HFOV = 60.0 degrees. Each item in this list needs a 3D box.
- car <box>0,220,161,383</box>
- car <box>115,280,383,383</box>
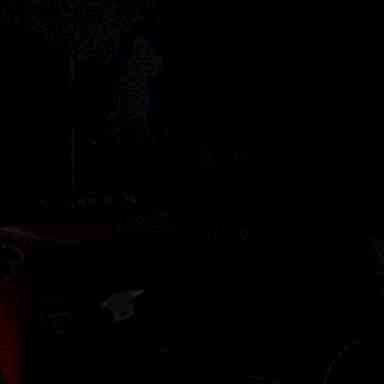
[{"bbox_3d":[-2.650,1.355,4.850,5.009,1.841,2.192,-1,0,35],"label":"car"},{"bbox_3d":[1.780,1.435,1.694,4.097,1.590,1.967,-1,0,35],"label":"car"}]
